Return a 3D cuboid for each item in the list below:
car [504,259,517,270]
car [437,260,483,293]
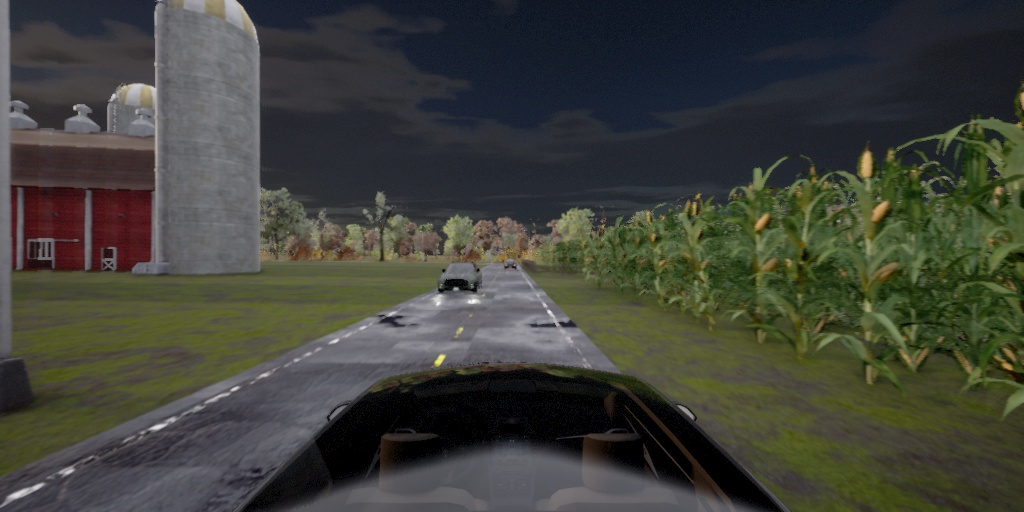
[{"bbox_3d":[-0.228,1.356,53.020,1.895,1.301,4.718,0,0,0],"label":"car"},{"bbox_3d":[-2.862,1.103,20.606,2.097,1.767,4.553,0,0,0],"label":"car"}]
